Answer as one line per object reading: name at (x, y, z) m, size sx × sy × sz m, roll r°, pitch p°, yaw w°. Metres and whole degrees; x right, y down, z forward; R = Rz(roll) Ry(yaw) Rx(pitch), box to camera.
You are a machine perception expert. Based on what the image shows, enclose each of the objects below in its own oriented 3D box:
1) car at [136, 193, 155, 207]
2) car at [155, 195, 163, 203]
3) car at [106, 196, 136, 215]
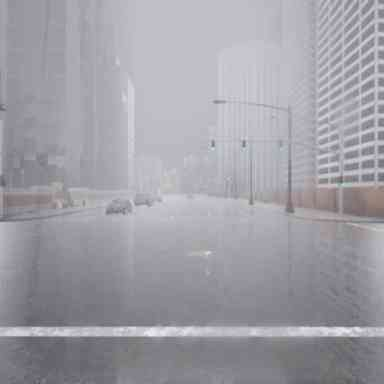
car at (-7.135, 1.160, 48.863) m, size 2.150 × 2.045 × 5.566 m, roll 0°, pitch 0°, yaw 0°
car at (-7.053, 1.463, 68.589) m, size 1.837 × 1.490 × 4.892 m, roll 0°, pitch 0°, yaw 0°
car at (-7.137, 1.462, 32.947) m, size 1.837 × 1.490 × 4.892 m, roll 0°, pitch 1°, yaw 1°
